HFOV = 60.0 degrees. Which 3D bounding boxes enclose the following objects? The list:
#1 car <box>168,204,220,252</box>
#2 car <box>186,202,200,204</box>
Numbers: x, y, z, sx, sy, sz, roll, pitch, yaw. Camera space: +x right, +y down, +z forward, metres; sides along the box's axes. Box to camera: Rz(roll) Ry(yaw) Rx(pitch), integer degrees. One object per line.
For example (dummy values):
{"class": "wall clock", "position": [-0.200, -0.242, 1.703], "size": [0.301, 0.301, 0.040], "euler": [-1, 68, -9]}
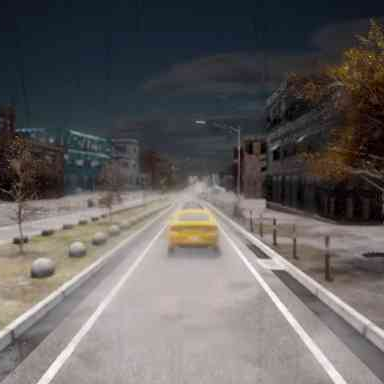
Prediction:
{"class": "car", "position": [0.073, 1.473, 13.826], "size": [1.882, 1.535, 5.008], "euler": [0, -1, 0]}
{"class": "car", "position": [0.070, 1.554, 28.429], "size": [1.994, 1.385, 4.181], "euler": [0, 0, 0]}
